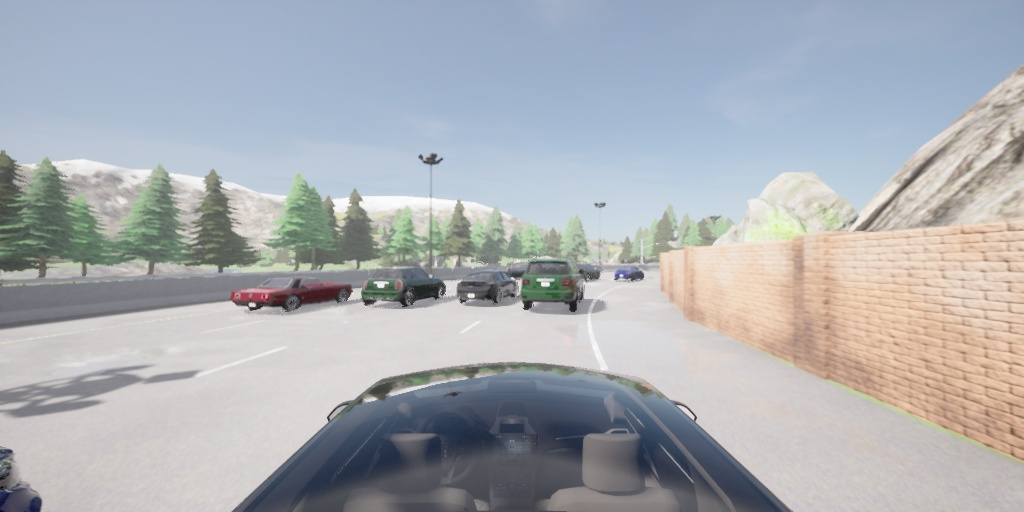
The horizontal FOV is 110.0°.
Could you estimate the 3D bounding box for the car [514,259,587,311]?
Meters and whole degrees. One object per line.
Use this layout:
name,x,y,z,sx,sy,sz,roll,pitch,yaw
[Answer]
car,1.914,1.152,15.761,2.150,2.045,5.566,0,-1,15

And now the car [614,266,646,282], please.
car,11.555,1.701,35.216,1.812,1.442,4.674,-1,-1,36

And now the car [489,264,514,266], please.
car,-0.366,1.791,36.354,1.895,1.301,4.718,0,-1,32

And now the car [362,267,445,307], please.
car,-4.925,1.295,16.978,2.097,1.767,4.553,0,-1,14

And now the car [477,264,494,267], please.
car,-2.826,2.045,56.373,1.895,1.301,4.718,-1,-1,43

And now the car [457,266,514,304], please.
car,-1.084,1.460,17.763,1.837,1.490,4.892,-1,0,16

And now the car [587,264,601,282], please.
car,7.025,1.522,34.835,2.097,1.767,4.553,0,-1,33

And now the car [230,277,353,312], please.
car,-8.991,1.523,15.264,1.895,1.301,4.718,0,-1,13
